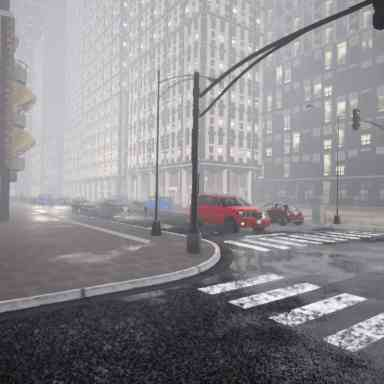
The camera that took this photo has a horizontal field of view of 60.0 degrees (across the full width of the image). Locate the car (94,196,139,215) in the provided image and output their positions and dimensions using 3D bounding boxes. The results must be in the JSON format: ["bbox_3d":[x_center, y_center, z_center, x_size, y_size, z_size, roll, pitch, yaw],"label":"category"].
[{"bbox_3d":[-7.547,1.422,32.925,2.128,1.511,4.902,1,-1,-35],"label":"car"}]

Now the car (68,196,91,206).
[{"bbox_3d":[-18.198,1.457,53.605,2.128,1.511,4.902,1,-1,-35],"label":"car"}]

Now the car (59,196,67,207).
[{"bbox_3d":[-18.718,1.455,48.942,2.033,1.411,5.357,1,-1,-35],"label":"car"}]

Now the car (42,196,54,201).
[{"bbox_3d":[-36.406,1.570,83.966,1.802,1.307,4.206,1,-1,-35],"label":"car"}]

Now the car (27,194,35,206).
[{"bbox_3d":[-23.747,1.432,51.430,1.802,1.307,4.206,1,-1,-35],"label":"car"}]

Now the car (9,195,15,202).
[{"bbox_3d":[-36.753,1.396,69.906,1.947,1.339,4.313,1,-1,-35],"label":"car"}]

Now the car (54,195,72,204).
[{"bbox_3d":[-23.979,1.433,61.817,1.882,1.535,5.008,1,-1,-35],"label":"car"}]

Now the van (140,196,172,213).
[{"bbox_3d":[-3.885,1.382,37.781,1.690,1.788,3.998,1,-1,-35],"label":"van"}]

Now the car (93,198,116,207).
[{"bbox_3d":[-13.644,1.586,51.635,1.947,1.339,4.313,1,-1,-35],"label":"car"}]

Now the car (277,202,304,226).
[{"bbox_3d":[5.868,1.505,23.923,1.967,1.590,4.097,1,-1,-35],"label":"car"}]

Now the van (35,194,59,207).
[{"bbox_3d":[-20.491,1.197,46.814,1.690,1.788,3.998,1,-1,-35],"label":"van"}]

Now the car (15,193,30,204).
[{"bbox_3d":[-30.246,1.155,60.670,2.192,1.841,5.009,1,-1,-35],"label":"car"}]

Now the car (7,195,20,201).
[{"bbox_3d":[-40.004,1.377,74.524,2.008,1.369,4.403,1,-1,-35],"label":"car"}]

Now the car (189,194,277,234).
[{"bbox_3d":[1.943,1.172,19.281,2.150,2.045,5.566,1,-1,-33],"label":"car"}]

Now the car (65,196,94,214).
[{"bbox_3d":[-10.740,1.427,32.955,2.008,1.369,4.403,1,-1,-35],"label":"car"}]
